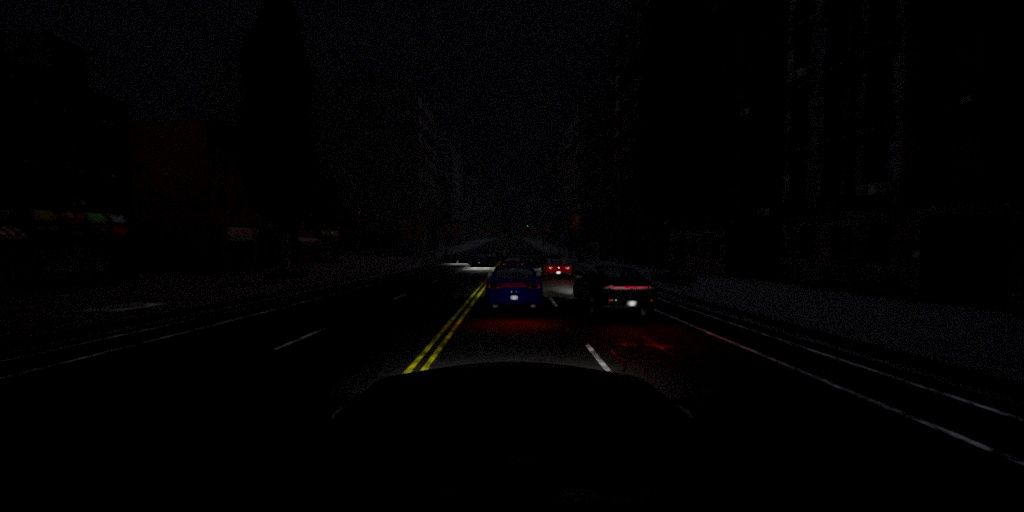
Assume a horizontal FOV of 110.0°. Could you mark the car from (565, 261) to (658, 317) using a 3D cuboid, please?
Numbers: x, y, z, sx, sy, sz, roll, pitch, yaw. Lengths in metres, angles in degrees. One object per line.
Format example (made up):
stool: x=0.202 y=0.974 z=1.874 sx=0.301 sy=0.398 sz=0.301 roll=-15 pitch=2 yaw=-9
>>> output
car: x=3.324 y=1.075 z=12.320 sx=2.128 sy=1.511 sz=4.902 roll=0 pitch=1 yaw=0

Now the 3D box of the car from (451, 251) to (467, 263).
car: x=-6.586 y=0.121 z=46.157 sx=2.033 sy=1.411 sz=5.357 roll=0 pitch=2 yaw=0

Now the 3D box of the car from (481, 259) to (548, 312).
car: x=0.078 y=1.046 z=13.283 sx=1.882 sy=1.535 sz=5.008 roll=0 pitch=1 yaw=0

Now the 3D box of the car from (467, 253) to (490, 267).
car: x=-3.360 y=0.423 z=38.634 sx=1.994 sy=1.385 sz=4.181 roll=0 pitch=2 yaw=0

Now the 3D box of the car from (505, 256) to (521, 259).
car: x=0.073 y=0.677 z=29.907 sx=1.812 sy=1.442 sz=4.674 roll=0 pitch=2 yaw=0

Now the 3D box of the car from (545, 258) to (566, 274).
car: x=3.320 y=0.820 z=27.660 sx=1.895 sy=1.301 sz=4.718 roll=0 pitch=2 yaw=0
